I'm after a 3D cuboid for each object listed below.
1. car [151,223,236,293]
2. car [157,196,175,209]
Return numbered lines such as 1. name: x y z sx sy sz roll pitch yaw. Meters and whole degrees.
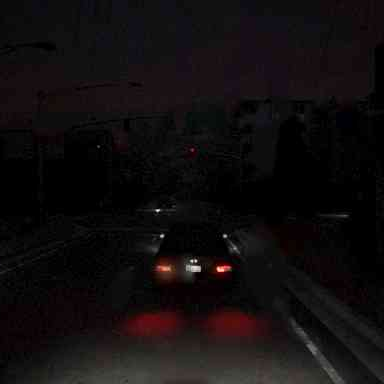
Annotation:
1. car: 0.040 1.547 9.000 2.033 1.411 5.357 0 0 0
2. car: -3.681 1.505 45.605 1.837 1.490 4.892 0 0 0
